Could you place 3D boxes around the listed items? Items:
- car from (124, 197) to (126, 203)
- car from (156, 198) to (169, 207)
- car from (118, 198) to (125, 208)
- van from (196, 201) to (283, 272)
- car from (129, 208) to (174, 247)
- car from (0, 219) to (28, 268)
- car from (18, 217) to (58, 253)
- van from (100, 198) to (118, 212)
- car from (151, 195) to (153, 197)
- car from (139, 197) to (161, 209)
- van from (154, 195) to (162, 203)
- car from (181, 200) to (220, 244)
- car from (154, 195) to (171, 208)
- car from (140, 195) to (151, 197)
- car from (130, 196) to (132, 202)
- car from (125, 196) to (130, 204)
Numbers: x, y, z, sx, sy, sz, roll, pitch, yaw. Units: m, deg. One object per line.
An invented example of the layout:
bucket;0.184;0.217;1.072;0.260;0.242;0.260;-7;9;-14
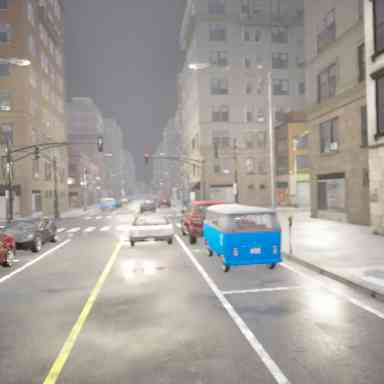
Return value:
car;-13.949;2.089;62.597;1.887;1.381;4.507;-2;0;-8
car;-5.183;1.818;58.359;2.008;1.369;4.403;-2;0;-8
car;-13.206;2.078;57.242;1.947;1.339;4.313;-2;0;-8
van;1.394;1.319;10.523;1.690;1.788;3.998;-2;0;-8
car;-1.952;1.692;15.865;1.895;1.301;4.718;-2;0;-7
car;-6.544;1.765;9.417;1.887;1.381;4.507;-2;0;-8
car;-7.302;1.820;14.876;1.947;1.339;4.313;-2;0;-8
van;-11.728;1.789;46.532;1.690;1.788;3.998;-2;0;-8
car;-7.437;1.679;74.422;2.192;1.841;5.009;-2;0;-8
car;-5.207;1.726;39.545;2.128;1.511;4.902;-2;0;-8
van;-8.185;1.737;79.776;1.690;1.788;3.998;-2;0;-8
car;0.635;1.327;15.982;2.192;1.841;5.009;-2;0;-8
car;-4.441;1.550;53.006;2.192;1.841;5.009;-2;0;-8
car;-10.183;2.042;74.749;1.895;1.301;4.718;-2;0;-8
car;-16.920;2.223;84.016;2.008;1.369;4.403;-2;0;-8
car;-16.155;2.165;78.494;1.752;1.417;4.829;-2;0;-8
